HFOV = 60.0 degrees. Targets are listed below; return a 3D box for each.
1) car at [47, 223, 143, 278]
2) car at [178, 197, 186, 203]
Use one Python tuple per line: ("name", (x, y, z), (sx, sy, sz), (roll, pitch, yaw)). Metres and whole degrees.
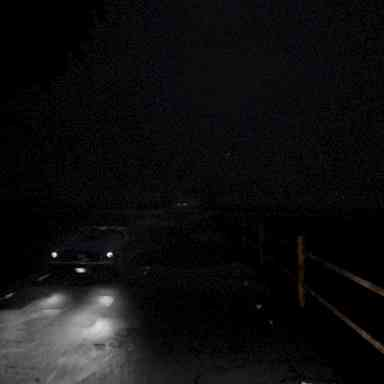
("car", (-2.854, 1.735, 10.768), (1.895, 1.301, 4.718), (0, -1, 0))
("car", (-2.794, 2.298, 93.169), (2.097, 1.767, 4.553), (0, -1, 0))
